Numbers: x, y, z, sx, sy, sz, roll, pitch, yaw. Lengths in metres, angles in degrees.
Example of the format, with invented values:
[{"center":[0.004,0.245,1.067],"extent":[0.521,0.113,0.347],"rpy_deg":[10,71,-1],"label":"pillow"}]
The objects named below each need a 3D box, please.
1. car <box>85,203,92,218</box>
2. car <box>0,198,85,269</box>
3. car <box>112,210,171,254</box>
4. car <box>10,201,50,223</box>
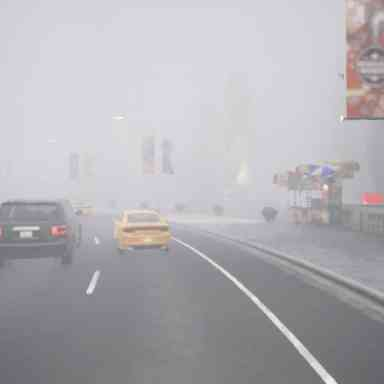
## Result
[{"center":[-10.406,1.474,28.901],"extent":[1.882,1.535,5.008],"rpy_deg":[0,0,-38],"label":"car"},{"center":[-5.095,1.221,11.475],"extent":[2.150,2.045,5.566],"rpy_deg":[0,0,-15],"label":"car"},{"center":[-2.195,1.473,13.703],"extent":[1.882,1.535,5.008],"rpy_deg":[0,0,-16],"label":"car"},{"center":[-13.039,1.504,26.645],"extent":[1.837,1.490,4.892],"rpy_deg":[1,0,-38],"label":"car"}]
